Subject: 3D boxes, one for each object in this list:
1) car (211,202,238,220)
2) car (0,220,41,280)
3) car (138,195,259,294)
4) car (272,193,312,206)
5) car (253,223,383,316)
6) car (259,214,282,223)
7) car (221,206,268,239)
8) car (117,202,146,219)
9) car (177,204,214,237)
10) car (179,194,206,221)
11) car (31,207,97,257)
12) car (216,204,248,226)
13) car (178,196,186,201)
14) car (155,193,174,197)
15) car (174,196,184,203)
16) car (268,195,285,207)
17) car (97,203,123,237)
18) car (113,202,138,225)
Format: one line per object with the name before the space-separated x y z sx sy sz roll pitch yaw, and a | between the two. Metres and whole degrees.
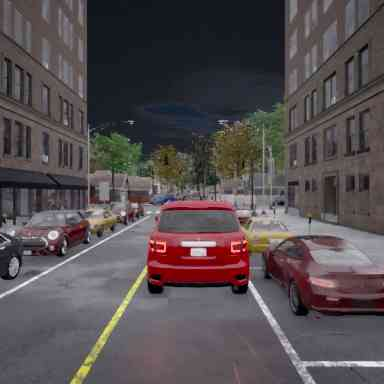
car | 2.773 1.578 29.281 1.947 1.339 4.313 0 0 0
car | -5.360 1.551 7.243 2.008 1.369 4.403 0 0 0
car | 0.135 1.223 8.929 2.150 2.045 5.566 0 0 0
car | 15.678 1.146 52.215 5.566 2.045 2.150 0 0 -1
car | 2.665 1.582 7.208 1.802 1.307 4.206 0 0 0
car | 2.693 1.528 12.896 1.752 1.417 4.829 0 0 0
car | 2.719 1.550 18.244 1.887 1.381 4.507 0 0 0
car | -5.253 1.594 29.318 1.802 1.307 4.206 0 0 0
car | 0.186 1.511 18.958 1.837 1.490 4.892 0 0 1
car | 0.106 1.233 28.971 2.150 2.045 5.566 0 0 2
car | -5.333 1.443 12.762 1.967 1.590 4.097 0 0 0
car | 2.746 1.591 23.762 1.802 1.307 4.206 0 0 0
car | -2.658 1.644 86.091 1.994 1.385 4.181 0 0 0
car | -4.816 1.248 56.014 2.150 2.045 5.566 1 1 27
car | -2.692 1.604 71.150 2.033 1.411 5.357 0 0 0
car | 13.612 1.287 48.943 4.553 1.767 2.097 0 0 0
car | -5.307 1.531 18.110 1.752 1.417 4.829 0 0 0
car | -5.280 1.449 23.799 1.967 1.590 4.097 0 0 0
